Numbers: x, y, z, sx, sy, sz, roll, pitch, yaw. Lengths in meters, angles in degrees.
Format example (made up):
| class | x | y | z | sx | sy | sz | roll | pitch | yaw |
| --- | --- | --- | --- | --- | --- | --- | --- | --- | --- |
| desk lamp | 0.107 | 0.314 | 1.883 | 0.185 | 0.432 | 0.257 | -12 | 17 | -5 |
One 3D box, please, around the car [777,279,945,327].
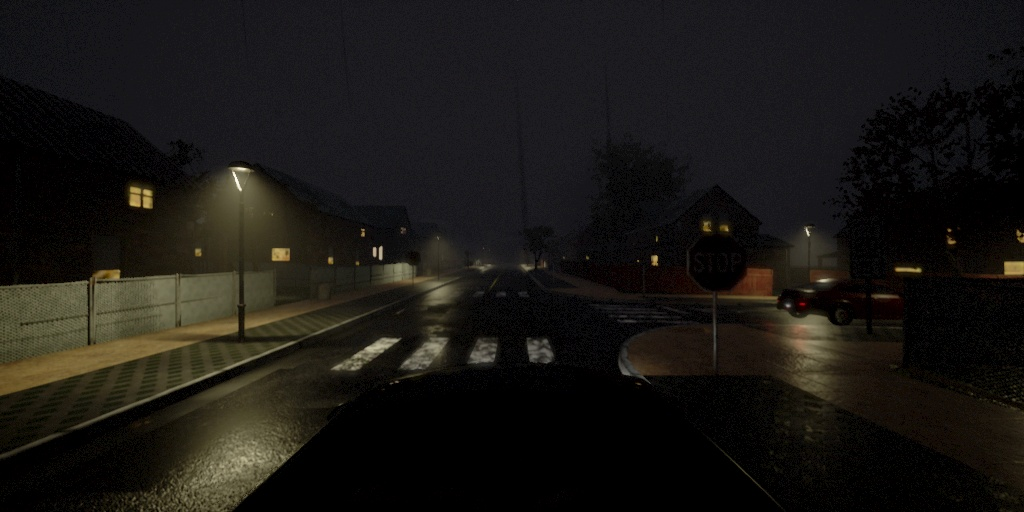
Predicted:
| class | x | y | z | sx | sy | sz | roll | pitch | yaw |
| --- | --- | --- | --- | --- | --- | --- | --- | --- | --- |
| car | 11.534 | 1.507 | 12.015 | 4.674 | 1.442 | 1.812 | 1 | -1 | -1 |
